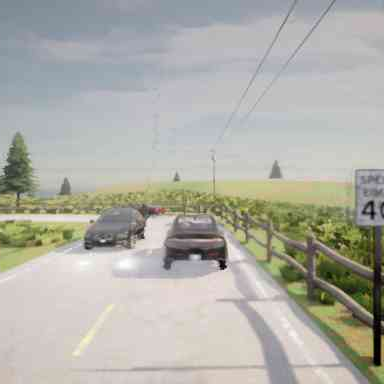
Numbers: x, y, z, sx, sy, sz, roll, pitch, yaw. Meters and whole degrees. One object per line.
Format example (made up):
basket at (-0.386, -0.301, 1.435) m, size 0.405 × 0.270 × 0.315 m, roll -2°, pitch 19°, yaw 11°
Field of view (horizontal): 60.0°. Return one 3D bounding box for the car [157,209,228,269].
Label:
car at (0.096, 1.505, 11.204) m, size 2.128 × 1.511 × 4.902 m, roll 0°, pitch 0°, yaw 0°

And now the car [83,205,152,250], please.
car at (-3.147, 1.521, 14.434) m, size 1.837 × 1.490 × 4.892 m, roll 0°, pitch 0°, yaw 2°

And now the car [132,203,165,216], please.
car at (-4.903, 1.635, 30.580) m, size 4.718 × 1.301 × 1.895 m, roll 0°, pitch 0°, yaw 25°
